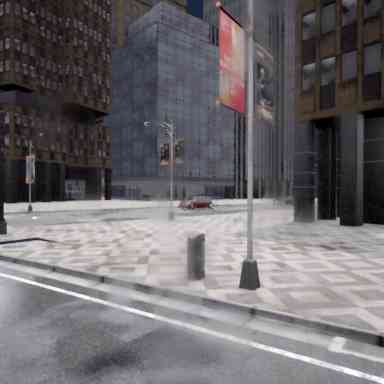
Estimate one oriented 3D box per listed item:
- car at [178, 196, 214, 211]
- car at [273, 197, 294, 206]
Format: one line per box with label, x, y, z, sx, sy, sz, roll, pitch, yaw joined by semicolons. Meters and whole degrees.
car;0.485;1.300;40.728;4.553;1.767;2.097;0;0;-41
car;14.827;1.482;53.197;4.902;1.511;2.128;0;0;-41
